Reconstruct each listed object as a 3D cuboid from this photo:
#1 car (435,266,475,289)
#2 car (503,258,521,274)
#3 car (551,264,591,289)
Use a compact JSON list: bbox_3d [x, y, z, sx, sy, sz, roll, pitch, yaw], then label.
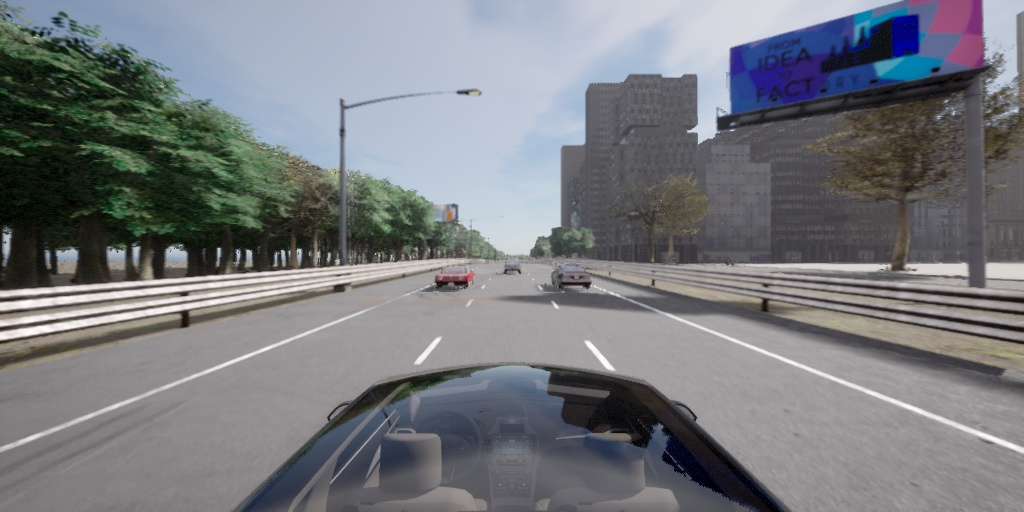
[{"bbox_3d":[-3.427,1.273,22.404,1.895,1.301,4.718,0,0,0],"label":"car"},{"bbox_3d":[0.046,1.134,38.980,2.033,1.411,5.357,0,0,0],"label":"car"},{"bbox_3d":[3.568,1.224,22.334,2.033,1.411,5.357,0,0,0],"label":"car"}]
